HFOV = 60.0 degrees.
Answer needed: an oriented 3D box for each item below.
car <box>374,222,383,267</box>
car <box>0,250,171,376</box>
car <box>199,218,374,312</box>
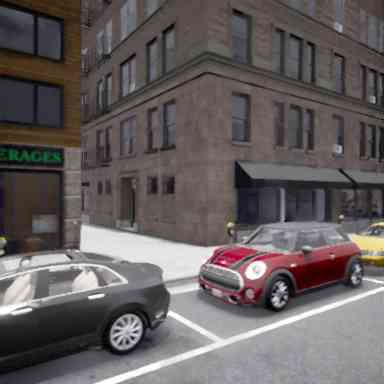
[{"bbox_3d":[6.482,1.566,10.789,4.829,1.417,1.752,0,0,-35],"label":"car"},{"bbox_3d":[-2.376,1.552,4.493,4.403,1.369,2.008,0,0,-35],"label":"car"},{"bbox_3d":[2.122,1.461,7.691,4.097,1.590,1.967,0,0,-35],"label":"car"}]
